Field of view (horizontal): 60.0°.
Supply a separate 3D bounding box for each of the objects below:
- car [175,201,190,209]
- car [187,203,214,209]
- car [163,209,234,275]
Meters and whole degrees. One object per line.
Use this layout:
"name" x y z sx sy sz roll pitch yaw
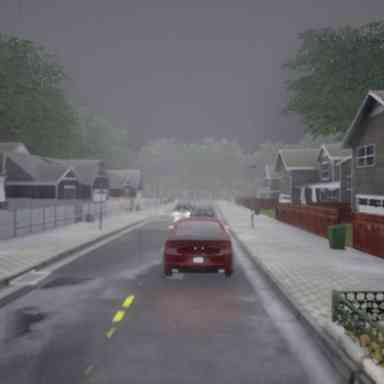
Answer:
"car" -1.124 1.825 43.065 1.895 1.301 4.718 0 0 4
"car" 0.915 1.742 27.938 1.895 1.301 4.718 0 0 3
"car" 0.224 1.524 10.630 1.882 1.535 5.008 0 0 2
